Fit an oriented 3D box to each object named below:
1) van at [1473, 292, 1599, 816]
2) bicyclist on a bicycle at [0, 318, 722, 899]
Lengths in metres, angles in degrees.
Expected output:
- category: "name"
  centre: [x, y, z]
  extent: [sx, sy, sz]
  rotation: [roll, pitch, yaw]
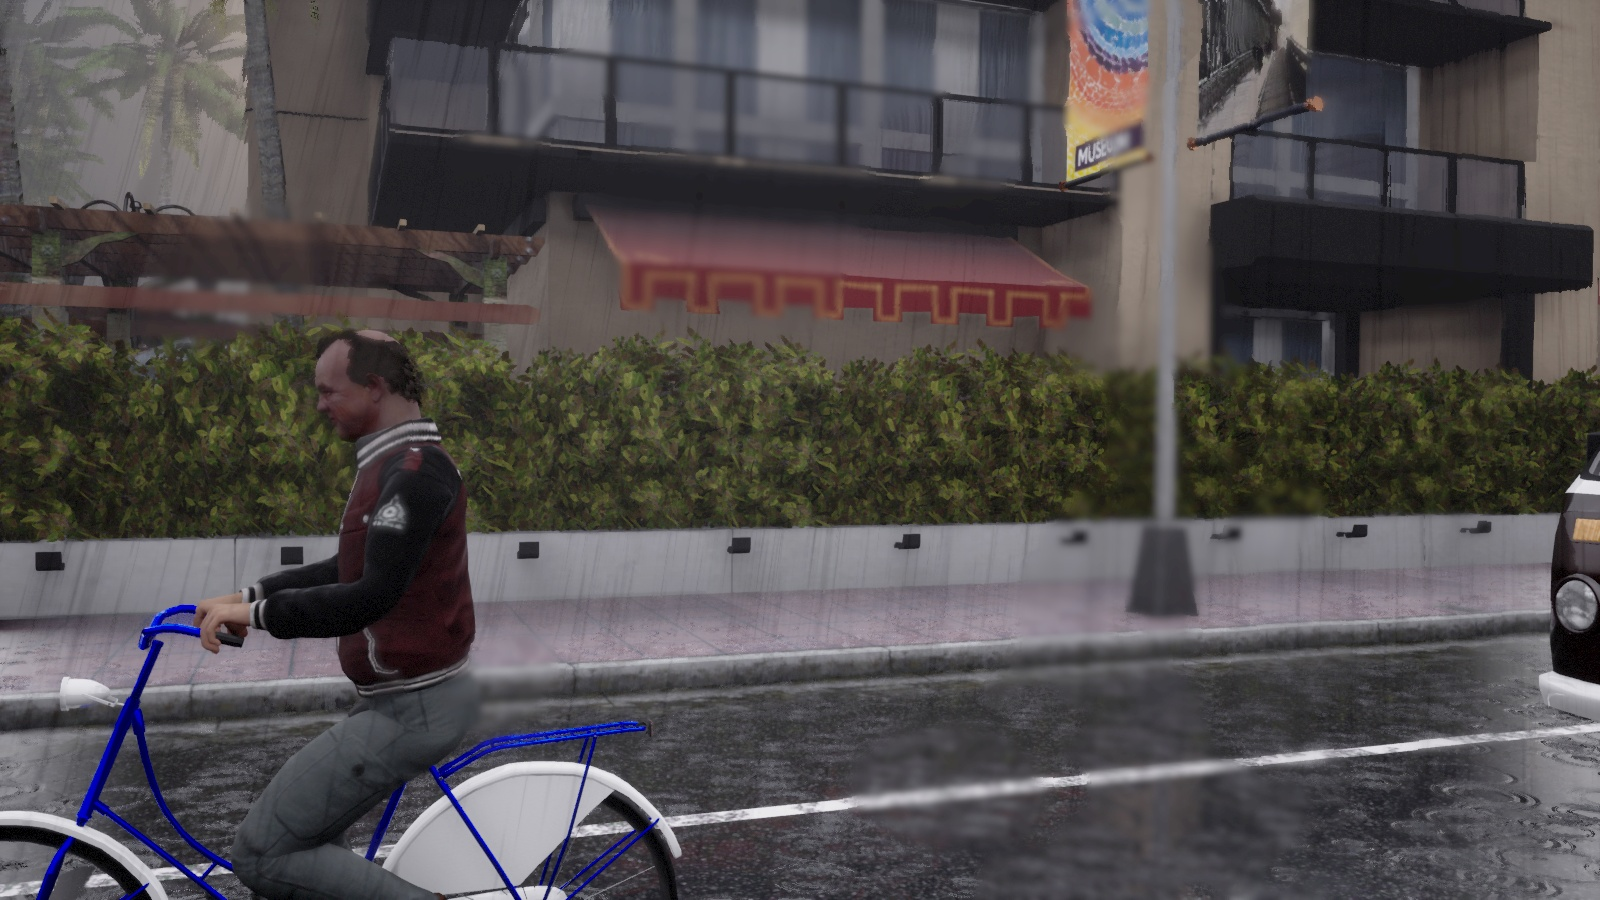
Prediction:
- category: "van"
  centre: [5.368, 0.378, 5.225]
  extent: [4.480, 2.038, 2.069]
  rotation: [-1, 1, -20]
- category: "bicyclist on a bicycle"
  centre: [-1.157, 0.636, 2.793]
  extent: [1.843, 1.776, 0.659]
  rotation: [-1, 1, -21]
